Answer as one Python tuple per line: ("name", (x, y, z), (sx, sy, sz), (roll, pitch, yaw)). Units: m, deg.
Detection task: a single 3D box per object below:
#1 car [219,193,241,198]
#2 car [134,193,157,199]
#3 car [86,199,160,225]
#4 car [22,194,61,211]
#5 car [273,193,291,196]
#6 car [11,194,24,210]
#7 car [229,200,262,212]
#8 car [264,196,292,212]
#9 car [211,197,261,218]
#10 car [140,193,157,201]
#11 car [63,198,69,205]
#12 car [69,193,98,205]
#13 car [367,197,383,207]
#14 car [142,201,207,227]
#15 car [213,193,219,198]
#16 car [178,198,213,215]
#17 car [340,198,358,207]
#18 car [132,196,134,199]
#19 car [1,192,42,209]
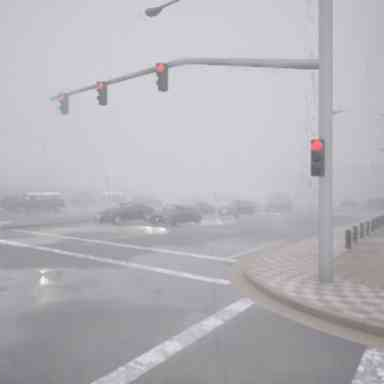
("car", (7.878, 1.113, 64.938), (1.932, 1.855, 4.605), (0, 0, 36))
("car", (-6.989, 1.357, 54.282), (1.970, 1.475, 3.806), (0, 0, 36))
("car", (-4.819, 1.502, 24.140), (2.128, 1.511, 4.902), (0, 0, 36))
("car", (-20.615, 1.356, 45.584), (1.970, 1.475, 3.806), (0, 0, 36))
("car", (12.712, 1.213, 47.883), (2.150, 2.045, 5.566), (0, 0, 34))
("car", (-22.940, 1.320, 47.308), (1.784, 1.438, 3.905), (0, 0, 36))
("car", (6.362, 1.599, 39.325), (1.895, 1.301, 4.718), (0, 0, 36))
("car", (10.020, 1.529, 38.378), (1.812, 1.442, 4.674), (0, 0, 36))
("car", (4.156, 1.501, 30.432), (2.128, 1.511, 4.902), (0, 0, 36))
("car", (-10.203, 1.076, 78.359), (1.905, 1.878, 3.866), (0, 0, 36))
("car", (-22.907, 1.291, 66.047), (1.784, 1.438, 3.905), (0, 0, 36))
("car", (-20.618, 1.085, 64.271), (1.932, 1.855, 4.605), (0, 0, 36))
("car", (27.895, 1.507, 50.554), (1.837, 1.490, 4.892), (0, 0, 36))
("car", (-1.102, 1.580, 23.288), (1.994, 1.385, 4.181), (0, 0, 36))
("car", (5.585, 1.111, 66.705), (1.905, 1.878, 3.866), (0, 0, 36))
("car", (0.435, 1.569, 31.280), (1.994, 1.385, 4.181), (0, 0, 36))
("car", (24.384, 1.561, 51.687), (1.994, 1.385, 4.181), (0, 0, 36))
("car", (-12.523, 1.311, 80.092), (1.970, 1.475, 3.806), (0, 0, 36))
("car", (-25.126, 1.105, 48.865), (1.932, 1.855, 4.605), (0, 0, 36))
